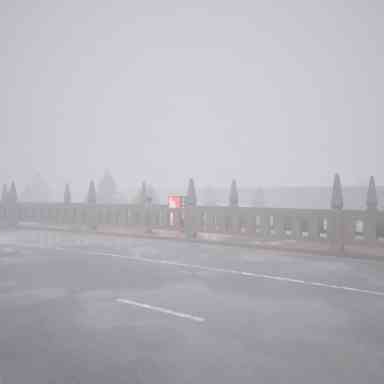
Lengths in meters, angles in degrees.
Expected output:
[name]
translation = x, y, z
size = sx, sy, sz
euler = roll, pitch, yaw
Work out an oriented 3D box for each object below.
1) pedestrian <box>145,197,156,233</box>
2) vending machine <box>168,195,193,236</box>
[pedestrian]
translation = -2.147, 1.141, 16.830
size = 0.375, 1.860, 0.375
euler = 0, 0, 29
[vending machine]
translation = -0.584, 1.195, 17.634
size = 0.880, 2.100, 1.100
euler = 0, 0, 30
